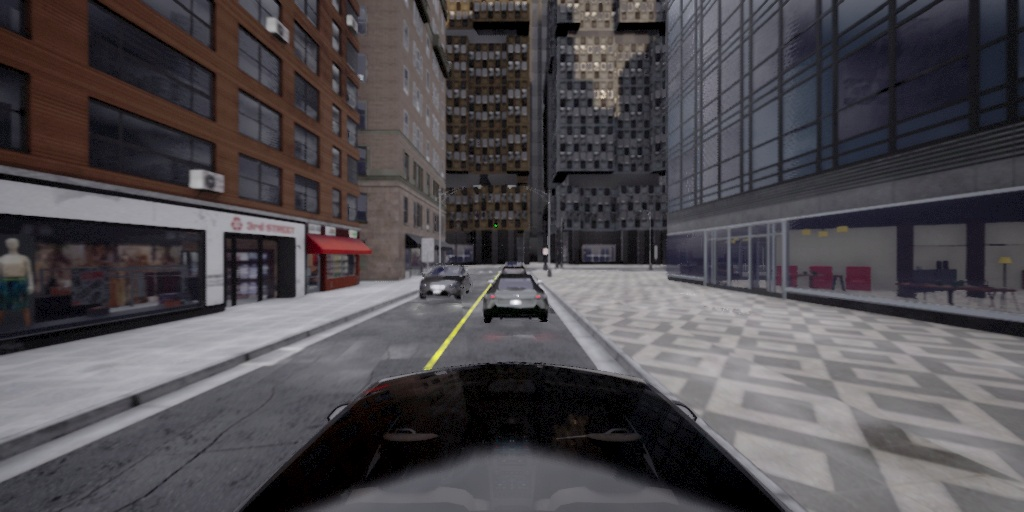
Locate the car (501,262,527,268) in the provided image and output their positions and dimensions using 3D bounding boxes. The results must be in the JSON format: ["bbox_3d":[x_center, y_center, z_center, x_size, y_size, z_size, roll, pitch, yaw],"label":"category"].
[{"bbox_3d":[0.147,1.167,27.708,2.128,1.511,4.902,0,0,0],"label":"car"}]

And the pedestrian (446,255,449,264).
[{"bbox_3d":[-9.788,0.759,53.572,0.375,1.860,0.375,0,0,1],"label":"pedestrian"}]

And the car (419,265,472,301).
[{"bbox_3d":[-3.066,1.196,17.181,2.128,1.511,4.902,0,0,0],"label":"car"}]

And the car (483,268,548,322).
[{"bbox_3d":[0.115,1.282,12.172,1.994,1.385,4.181,0,0,0],"label":"car"}]
